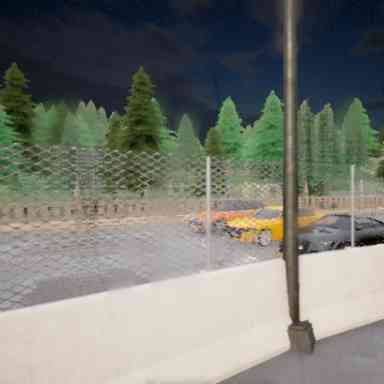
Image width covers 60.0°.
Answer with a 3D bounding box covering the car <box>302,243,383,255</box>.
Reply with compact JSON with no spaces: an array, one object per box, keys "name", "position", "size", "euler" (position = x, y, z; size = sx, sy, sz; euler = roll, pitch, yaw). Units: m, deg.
[{"name":"car","position":[4.917,1.440,10.874],"size":[4.181,1.385,1.994],"euler":[0,1,-29]}]
